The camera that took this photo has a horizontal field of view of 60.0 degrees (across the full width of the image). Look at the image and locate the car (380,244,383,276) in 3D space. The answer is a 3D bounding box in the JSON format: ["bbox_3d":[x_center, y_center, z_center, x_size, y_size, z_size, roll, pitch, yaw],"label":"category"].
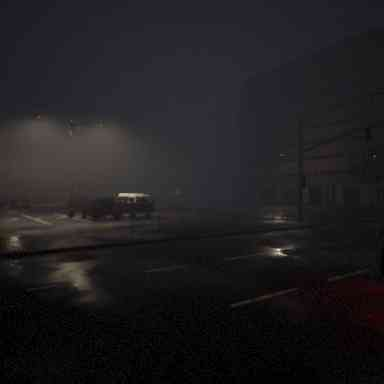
[{"bbox_3d":[7.012,1.369,8.796,4.553,1.767,2.097,0,0,-35],"label":"car"}]

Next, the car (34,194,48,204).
[{"bbox_3d":[-27.234,1.232,59.651,1.932,1.855,4.605,0,0,-35],"label":"car"}]

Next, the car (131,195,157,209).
[{"bbox_3d":[-7.840,1.648,56.452,2.033,1.411,5.357,0,0,-35],"label":"car"}]

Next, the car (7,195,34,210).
[{"bbox_3d":[-21.804,1.464,42.184,1.970,1.475,3.806,0,0,-35],"label":"car"}]
